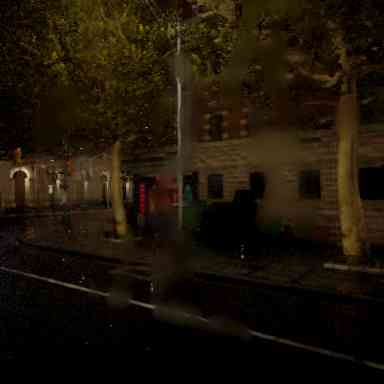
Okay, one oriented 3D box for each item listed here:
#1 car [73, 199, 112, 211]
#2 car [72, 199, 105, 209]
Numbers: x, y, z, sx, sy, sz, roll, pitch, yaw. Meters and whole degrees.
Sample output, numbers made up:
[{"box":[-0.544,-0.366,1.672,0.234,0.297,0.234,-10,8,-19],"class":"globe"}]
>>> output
[{"box":[-13.074,1.730,45.088,1.837,1.490,4.892,0,-1,36],"class":"car"},{"box":[-16.180,1.860,52.163,1.895,1.301,4.718,0,0,36],"class":"car"}]
